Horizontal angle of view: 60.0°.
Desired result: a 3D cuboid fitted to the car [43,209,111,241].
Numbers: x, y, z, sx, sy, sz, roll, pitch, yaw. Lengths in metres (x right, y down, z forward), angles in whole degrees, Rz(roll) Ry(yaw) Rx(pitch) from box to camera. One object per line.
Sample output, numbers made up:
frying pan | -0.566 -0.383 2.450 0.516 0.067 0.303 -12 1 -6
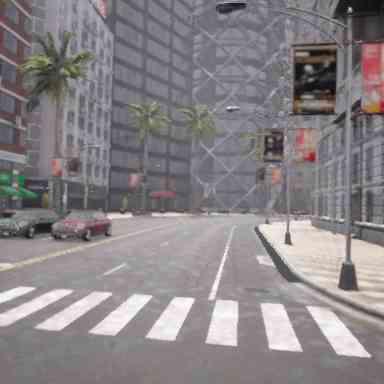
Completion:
car | -6.664 1.935 20.429 2.097 1.767 4.553 1 -2 9

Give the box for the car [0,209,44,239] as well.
car | -10.123 1.862 20.930 2.097 1.767 4.553 1 -2 9
